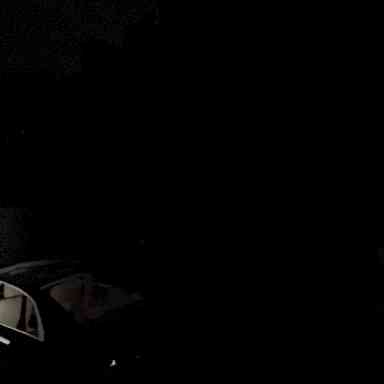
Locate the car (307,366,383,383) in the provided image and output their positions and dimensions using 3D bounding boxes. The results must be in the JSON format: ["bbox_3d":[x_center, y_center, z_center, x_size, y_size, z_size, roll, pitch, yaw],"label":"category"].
[{"bbox_3d":[2.467,1.555,1.062,4.507,1.381,1.887,0,1,35],"label":"car"}]

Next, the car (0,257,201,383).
[{"bbox_3d":[-1.960,1.529,4.165,4.403,1.369,2.008,0,1,35],"label":"car"}]
